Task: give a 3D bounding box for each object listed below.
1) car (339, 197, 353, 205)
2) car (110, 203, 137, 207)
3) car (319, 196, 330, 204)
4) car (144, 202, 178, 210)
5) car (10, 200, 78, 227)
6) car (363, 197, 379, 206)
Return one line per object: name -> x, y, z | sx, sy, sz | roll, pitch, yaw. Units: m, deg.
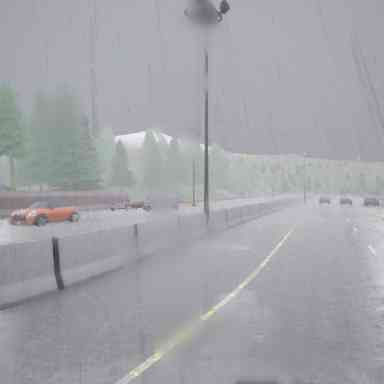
car -> 27.250, 1.526, 58.868 | 1.812, 1.442, 4.674 | 0, 0, 22
car -> -6.049, 1.210, 32.206 | 1.895, 1.301, 4.718 | 0, 0, 22
car -> 25.403, 1.491, 63.675 | 2.128, 1.511, 4.902 | 0, 0, 22
car -> -2.786, 1.167, 30.942 | 1.994, 1.385, 4.181 | 0, 0, 22
car -> -9.937, 1.351, 22.688 | 2.097, 1.767, 4.553 | 0, 0, 22
car -> 29.161, 1.491, 54.201 | 2.128, 1.511, 4.902 | 0, 0, 22
